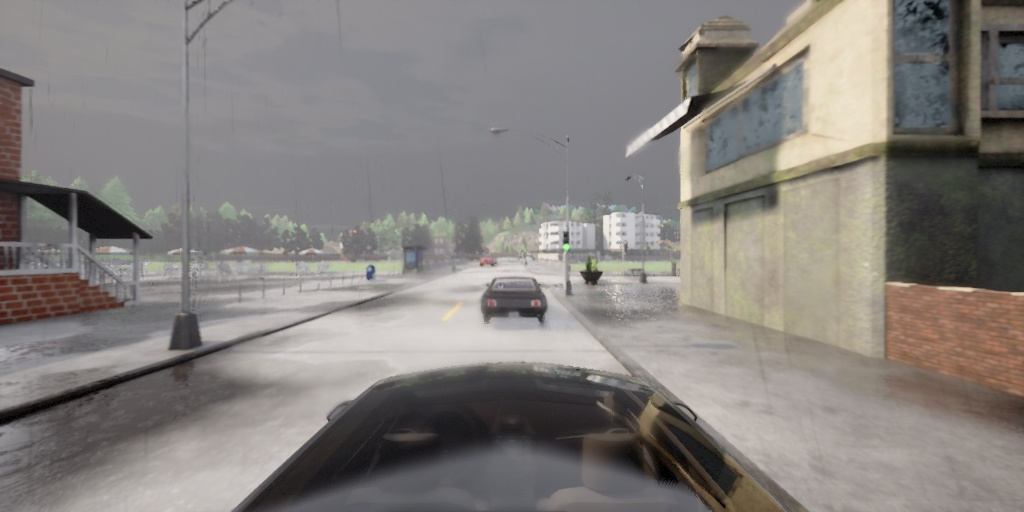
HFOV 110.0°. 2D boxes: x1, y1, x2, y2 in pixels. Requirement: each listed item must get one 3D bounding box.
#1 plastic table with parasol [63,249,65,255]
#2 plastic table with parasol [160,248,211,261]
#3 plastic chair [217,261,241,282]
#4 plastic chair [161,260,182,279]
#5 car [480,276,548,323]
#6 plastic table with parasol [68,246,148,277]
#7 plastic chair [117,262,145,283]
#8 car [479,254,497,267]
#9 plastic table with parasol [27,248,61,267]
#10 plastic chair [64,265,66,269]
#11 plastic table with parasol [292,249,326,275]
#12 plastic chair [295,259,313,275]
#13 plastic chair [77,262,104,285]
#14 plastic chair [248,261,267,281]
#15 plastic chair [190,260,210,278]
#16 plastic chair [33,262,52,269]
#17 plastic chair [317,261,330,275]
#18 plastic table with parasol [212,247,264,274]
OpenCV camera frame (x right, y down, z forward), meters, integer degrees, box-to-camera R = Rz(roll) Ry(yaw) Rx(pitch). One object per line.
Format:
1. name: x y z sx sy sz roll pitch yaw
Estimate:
1. plastic table with parasol: -41.789 0.539 33.011 2.482 2.480 2.482 0 0 0
2. plastic table with parasol: -26.900 0.554 29.668 2.482 2.480 2.482 0 0 0
3. plastic chair: -20.000 1.177 25.317 0.750 1.272 0.730 0 0 0
4. plastic chair: -27.000 1.163 28.418 0.750 1.272 0.730 0 0 0
5. car: 0.073 1.306 11.956 1.895 1.301 4.718 0 0 0
6. plastic table with parasol: -26.511 0.579 23.748 2.482 2.480 2.482 0 0 0
7. plastic chair: -25.332 1.183 23.822 0.730 1.272 0.750 0 0 -1
8. car: -4.046 0.725 58.036 2.150 2.045 5.566 0 0 1
9. plastic table with parasol: -34.230 0.574 24.950 2.482 2.480 2.482 0 0 0
10. plastic chair: -40.662 1.143 32.923 0.730 1.272 0.750 0 0 0
11. plastic table with parasol: -19.169 0.533 34.457 2.482 2.480 2.482 0 0 0
12. plastic chair: -19.199 1.142 33.117 0.750 1.272 0.730 0 0 0
13. plastic chair: -26.701 1.188 22.618 0.750 1.272 0.730 0 0 0
14. plastic chair: -18.700 1.171 26.517 0.730 1.272 0.750 0 0 0
15. plastic chair: -25.700 1.158 29.618 0.730 1.272 0.750 0 0 0
16. plastic chair: -32.801 1.178 24.919 0.730 1.272 0.750 0 0 0
17. plastic chair: -17.899 1.137 34.317 0.730 1.272 0.750 0 0 0
18. plastic table with parasol: -19.920 0.567 26.637 2.482 2.480 2.482 0 0 0
